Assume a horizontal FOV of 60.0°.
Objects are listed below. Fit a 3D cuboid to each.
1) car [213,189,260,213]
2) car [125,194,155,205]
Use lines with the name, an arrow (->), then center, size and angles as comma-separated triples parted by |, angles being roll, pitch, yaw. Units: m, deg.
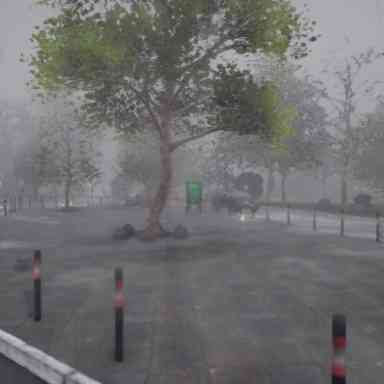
car -> 3.954, 0.791, 30.535 | 2.150, 2.045, 5.566 | 1, 0, -24
car -> -5.588, 0.933, 40.533 | 4.718, 1.301, 1.895 | 0, 1, 4
